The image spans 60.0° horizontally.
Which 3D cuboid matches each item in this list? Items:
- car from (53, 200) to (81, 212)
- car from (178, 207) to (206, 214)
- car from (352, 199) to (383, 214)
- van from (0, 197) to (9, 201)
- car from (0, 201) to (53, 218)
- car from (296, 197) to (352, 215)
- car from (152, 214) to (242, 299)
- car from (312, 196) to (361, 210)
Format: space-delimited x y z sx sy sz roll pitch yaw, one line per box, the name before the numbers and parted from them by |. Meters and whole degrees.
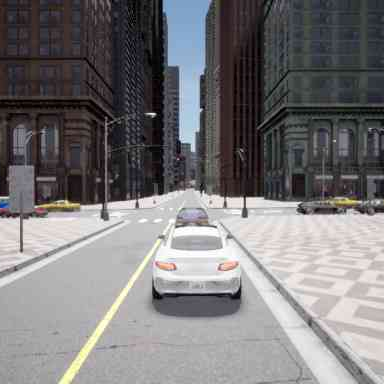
car | -15.465 1.584 38.669 4.829 1.417 1.752 -1 1 0
car | 0.021 1.533 17.878 2.033 1.411 5.357 0 0 1
car | 17.049 1.341 30.094 4.403 1.369 2.008 -1 1 0
van | -20.977 1.456 38.673 3.998 1.788 1.690 -1 1 0
car | -15.298 1.727 30.145 4.206 1.307 1.802 -1 1 0
car | 11.670 1.418 30.103 4.313 1.339 1.947 -1 1 0
car | 0.096 1.521 8.288 1.812 1.442 4.674 0 0 0
car | 16.716 1.232 38.619 4.829 1.417 1.752 -1 1 0
